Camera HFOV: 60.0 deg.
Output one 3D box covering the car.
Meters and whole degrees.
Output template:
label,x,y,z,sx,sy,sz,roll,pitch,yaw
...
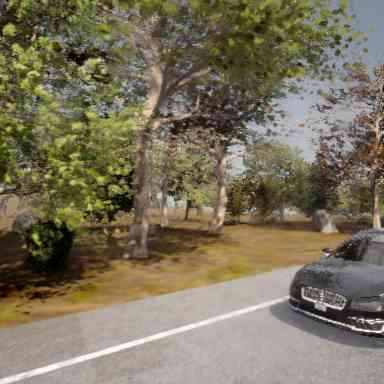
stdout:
label,x,y,z,sx,sy,sz,roll,pitch,yaw
car,3.950,1.511,6.513,4.892,1.490,1.837,0,0,-35
